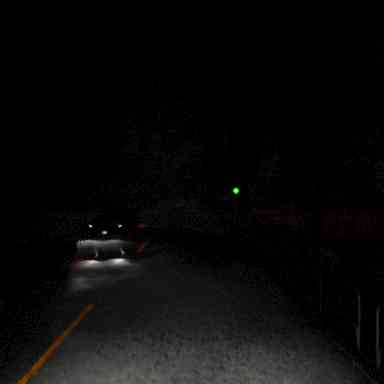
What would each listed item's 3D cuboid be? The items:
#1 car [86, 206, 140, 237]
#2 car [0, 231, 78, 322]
[{"bbox_3d":[-4.003,1.461,17.898,2.033,1.411,5.357,0,0,0],"label":"car"},{"bbox_3d":[-4.084,1.567,6.959,1.895,1.301,4.718,0,0,0],"label":"car"}]
